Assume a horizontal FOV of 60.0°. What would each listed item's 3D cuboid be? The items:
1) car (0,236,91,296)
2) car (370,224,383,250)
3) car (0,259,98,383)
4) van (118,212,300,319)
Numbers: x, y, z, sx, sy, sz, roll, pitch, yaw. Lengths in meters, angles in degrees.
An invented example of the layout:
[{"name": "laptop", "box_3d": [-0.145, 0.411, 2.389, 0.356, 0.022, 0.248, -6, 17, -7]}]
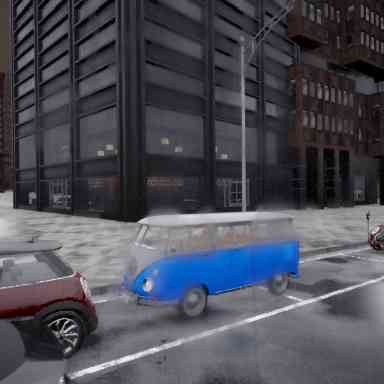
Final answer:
[{"name": "car", "box_3d": [-3.440, 1.440, 4.209, 4.097, 1.590, 1.967, 0, -1, -36]}, {"name": "car", "box_3d": [8.629, 1.434, 12.839, 4.097, 1.590, 1.967, 0, -1, -36]}, {"name": "car", "box_3d": [-2.976, 1.492, 1.254, 4.902, 1.511, 2.128, 0, 0, -36]}, {"name": "van", "box_3d": [0.534, 1.339, 7.052, 3.998, 1.788, 1.690, 0, -1, -36]}]
